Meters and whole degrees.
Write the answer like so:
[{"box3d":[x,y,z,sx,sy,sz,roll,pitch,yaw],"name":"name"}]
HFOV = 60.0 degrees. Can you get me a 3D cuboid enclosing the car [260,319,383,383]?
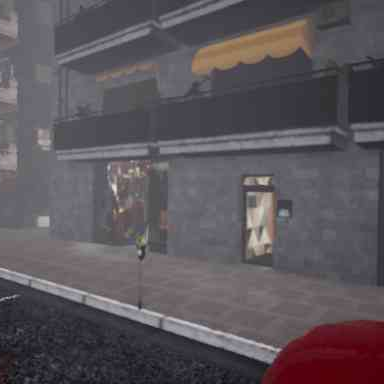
[{"box3d":[2.569,1.326,1.024,5.009,1.841,2.192,0,1,36],"name":"car"}]
